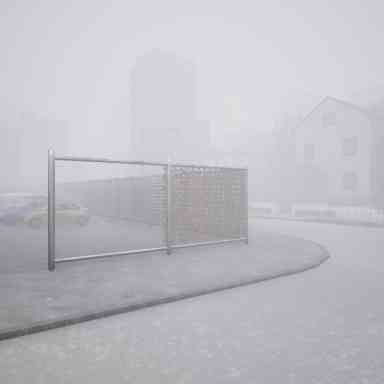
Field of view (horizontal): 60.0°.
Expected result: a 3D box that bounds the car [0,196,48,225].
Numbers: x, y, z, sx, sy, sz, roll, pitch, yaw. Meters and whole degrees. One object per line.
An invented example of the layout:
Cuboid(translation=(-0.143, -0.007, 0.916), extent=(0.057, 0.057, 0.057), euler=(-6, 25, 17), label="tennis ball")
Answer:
Cuboid(translation=(-11.049, 1.348, 23.154), extent=(4.611, 1.667, 2.242), euler=(0, 0, -36), label="car")

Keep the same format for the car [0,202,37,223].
Cuboid(translation=(-12.784, 1.451, 24.533), extent=(2.207, 1.379, 1.481), euler=(0, 0, -36), label="car")

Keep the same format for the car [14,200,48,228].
Cuboid(translation=(-8.606, 1.416, 21.002), extent=(4.193, 1.474, 1.816), euler=(0, 0, -36), label="car")

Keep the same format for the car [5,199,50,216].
Cuboid(translation=(-15.556, 1.413, 31.497), extent=(3.633, 1.501, 1.845), euler=(0, 0, -36), label="car")

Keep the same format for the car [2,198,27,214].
Cuboid(translation=(-18.609, 1.403, 34.788), extent=(1.789, 1.547, 3.705), euler=(0, 0, -36), label="car")

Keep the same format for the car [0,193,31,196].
Cuboid(translation=(-13.337, 1.242, 26.794), extent=(3.866, 1.878, 1.905), euler=(0, 0, -36), label="car")

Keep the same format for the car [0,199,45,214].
Cuboid(translation=(-18.610, 1.474, 35.066), extent=(5.357, 1.415, 2.033), euler=(0, 0, -36), label="car")
